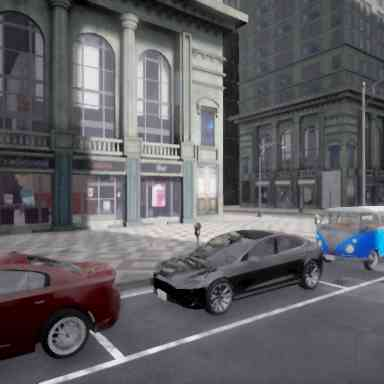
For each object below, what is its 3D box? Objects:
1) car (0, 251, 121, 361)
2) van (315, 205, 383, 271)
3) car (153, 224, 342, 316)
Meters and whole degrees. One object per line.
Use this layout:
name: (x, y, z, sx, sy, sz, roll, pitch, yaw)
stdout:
car: (-3.197, 1.542, 4.370, 4.507, 1.381, 1.887, 0, 0, -35)
van: (5.616, 1.340, 10.658, 3.998, 1.788, 1.690, 0, 0, -35)
car: (1.210, 1.564, 7.514, 4.313, 1.339, 1.947, 0, 0, -35)
